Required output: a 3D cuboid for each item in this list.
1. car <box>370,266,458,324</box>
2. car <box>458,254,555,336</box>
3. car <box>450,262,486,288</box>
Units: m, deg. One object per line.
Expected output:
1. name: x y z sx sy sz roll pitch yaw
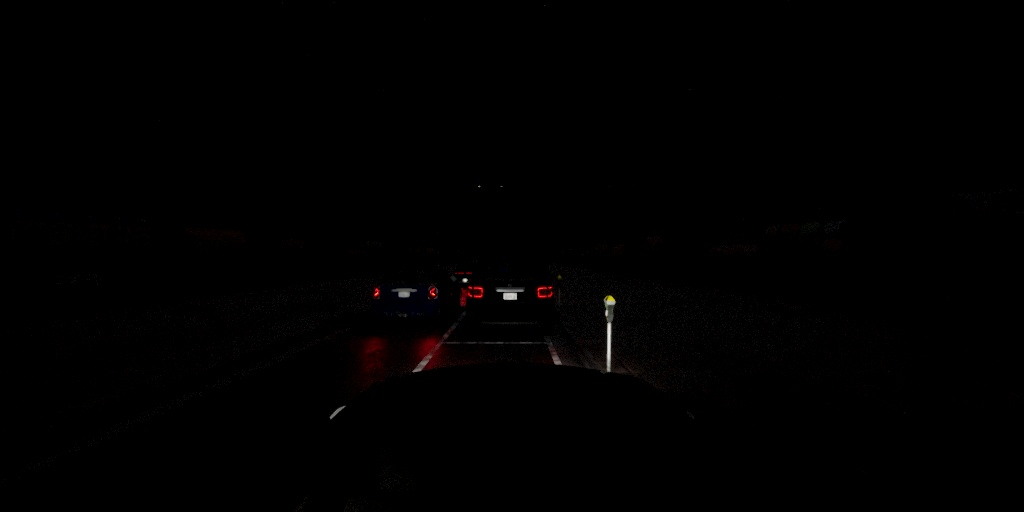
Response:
1. car: -3.020 1.099 12.150 2.097 1.767 4.553 0 0 0
2. car: -0.039 0.975 10.532 2.150 2.045 5.566 0 0 0
3. car: -2.948 1.247 25.065 1.837 1.490 4.892 0 0 0
